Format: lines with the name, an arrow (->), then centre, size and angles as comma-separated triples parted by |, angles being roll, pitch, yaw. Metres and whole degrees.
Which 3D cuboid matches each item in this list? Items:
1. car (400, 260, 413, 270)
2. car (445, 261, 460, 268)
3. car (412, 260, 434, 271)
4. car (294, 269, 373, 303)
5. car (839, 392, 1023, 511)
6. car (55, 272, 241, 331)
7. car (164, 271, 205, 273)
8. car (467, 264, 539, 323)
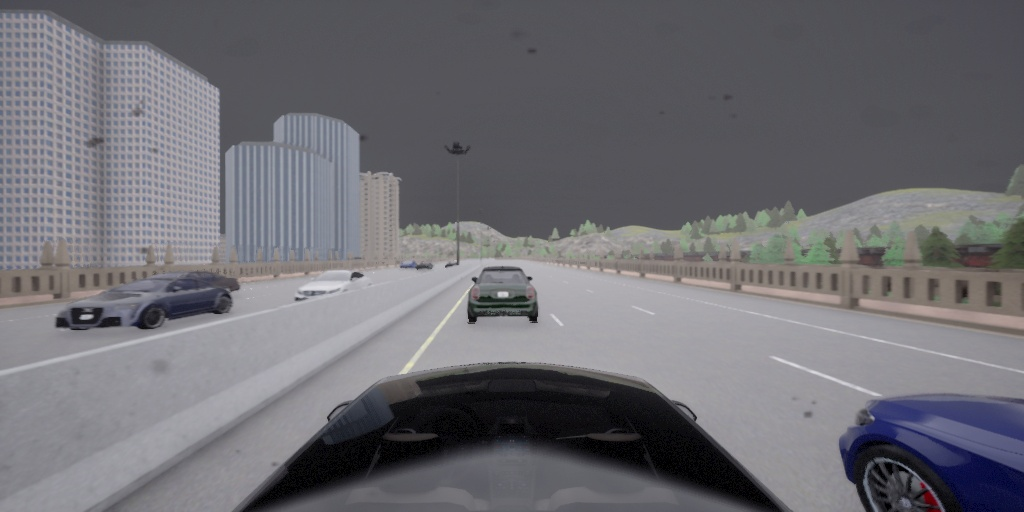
car -> -16.573, 1.386, 57.785 | 1.882, 1.535, 5.008 | 0, 0, -2
car -> -9.577, 1.480, 58.028 | 1.895, 1.301, 4.718 | 0, 0, -2
car -> -12.859, 1.486, 52.959 | 1.895, 1.301, 4.718 | 0, 0, -2
car -> -7.672, 1.331, 15.954 | 1.812, 1.442, 4.674 | 0, 0, -3
car -> 3.471, 1.259, 0.829 | 1.812, 1.442, 4.674 | 0, 0, 0
car -> -10.952, 1.376, 11.145 | 1.994, 1.385, 4.181 | 0, 0, -3
car -> -14.680, 1.382, 15.939 | 2.033, 1.411, 5.357 | 0, 0, -3
car -> -0.337, 1.120, 12.337 | 2.097, 1.767, 4.553 | 0, 0, -2
